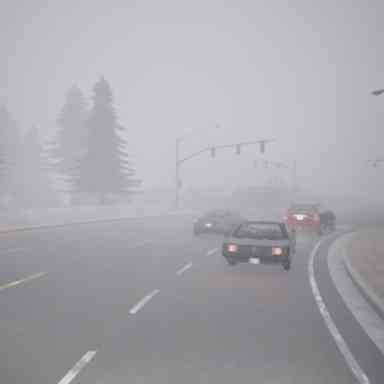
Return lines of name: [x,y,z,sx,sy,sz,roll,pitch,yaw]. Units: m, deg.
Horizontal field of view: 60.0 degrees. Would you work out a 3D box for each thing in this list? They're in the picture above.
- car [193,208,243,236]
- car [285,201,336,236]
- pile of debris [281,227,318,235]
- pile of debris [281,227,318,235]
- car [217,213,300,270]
car: [1.668,1.552,17.657,1.994,1.385,4.181,0,0,26]
car: [6.772,1.374,19.056,2.097,1.767,4.553,0,0,33]
pile of debris: [6.123,2.193,18.880,1.500,0.140,1.860,0,0,35]
pile of debris: [6.123,2.193,18.880,1.500,0.140,1.860,0,0,35]
car: [2.456,1.603,11.182,1.895,1.301,4.718,0,0,20]
